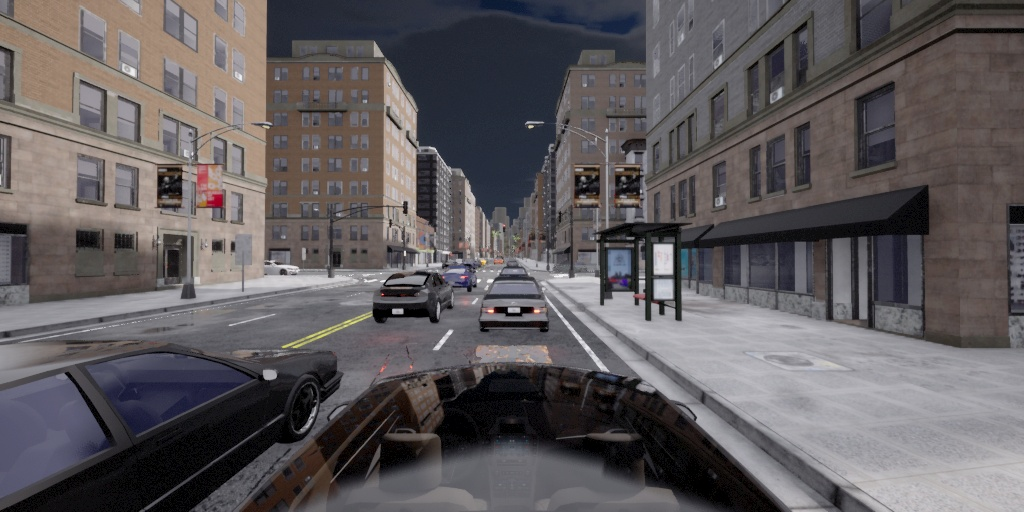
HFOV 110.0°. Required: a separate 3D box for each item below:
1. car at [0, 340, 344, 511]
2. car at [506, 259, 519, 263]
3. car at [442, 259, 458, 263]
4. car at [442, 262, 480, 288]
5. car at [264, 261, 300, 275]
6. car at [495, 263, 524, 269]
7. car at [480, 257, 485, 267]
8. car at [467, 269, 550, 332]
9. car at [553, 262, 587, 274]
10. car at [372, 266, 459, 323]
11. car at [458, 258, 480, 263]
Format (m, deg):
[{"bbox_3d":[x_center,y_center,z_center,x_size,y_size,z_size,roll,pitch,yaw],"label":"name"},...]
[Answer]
[{"bbox_3d":[-3.149,1.298,2.268,2.033,1.411,5.357,0,0,0],"label":"car"},{"bbox_3d":[0.082,1.261,62.716,2.128,1.511,4.902,0,0,0],"label":"car"},{"bbox_3d":[-9.804,1.273,56.890,1.837,1.490,4.892,0,0,3],"label":"car"},{"bbox_3d":[-3.152,1.282,21.181,1.812,1.442,4.674,0,0,0],"label":"car"},{"bbox_3d":[-22.622,1.155,33.836,4.674,1.442,1.812,0,-1,-1],"label":"car"},{"bbox_3d":[0.090,1.304,20.860,2.033,1.411,5.357,0,0,0],"label":"car"},{"bbox_3d":[-6.557,1.260,64.339,2.128,1.511,4.902,0,0,0],"label":"car"},{"bbox_3d":[0.081,1.300,10.803,2.033,1.411,5.357,0,0,1],"label":"car"},{"bbox_3d":[7.073,1.425,43.888,4.181,1.385,1.994,0,-1,0],"label":"car"},{"bbox_3d":[-3.138,1.258,12.142,1.837,1.490,4.892,0,0,-1],"label":"car"},{"bbox_3d":[-6.590,1.121,55.199,2.097,1.767,4.553,0,0,0],"label":"car"}]
